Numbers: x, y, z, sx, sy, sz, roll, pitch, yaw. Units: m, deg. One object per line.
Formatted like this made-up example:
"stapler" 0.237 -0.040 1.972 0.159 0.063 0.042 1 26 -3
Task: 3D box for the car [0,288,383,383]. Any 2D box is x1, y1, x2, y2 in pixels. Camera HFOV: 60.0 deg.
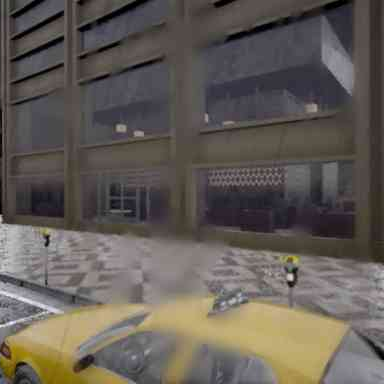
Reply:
"car" 0.087 1.531 2.904 4.829 1.417 1.752 0 0 36
